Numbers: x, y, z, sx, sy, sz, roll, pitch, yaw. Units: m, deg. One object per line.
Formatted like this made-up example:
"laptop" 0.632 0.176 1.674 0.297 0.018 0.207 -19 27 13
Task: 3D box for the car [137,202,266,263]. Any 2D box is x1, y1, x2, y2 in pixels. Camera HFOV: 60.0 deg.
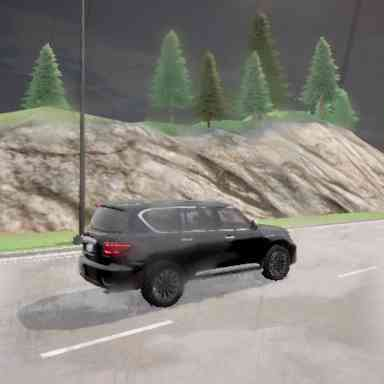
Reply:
"car" 0.456 1.354 12.699 4.553 1.767 2.097 0 0 -34

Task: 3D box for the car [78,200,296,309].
"car" 0.140 1.218 8.147 5.566 2.045 2.150 0 0 -36
